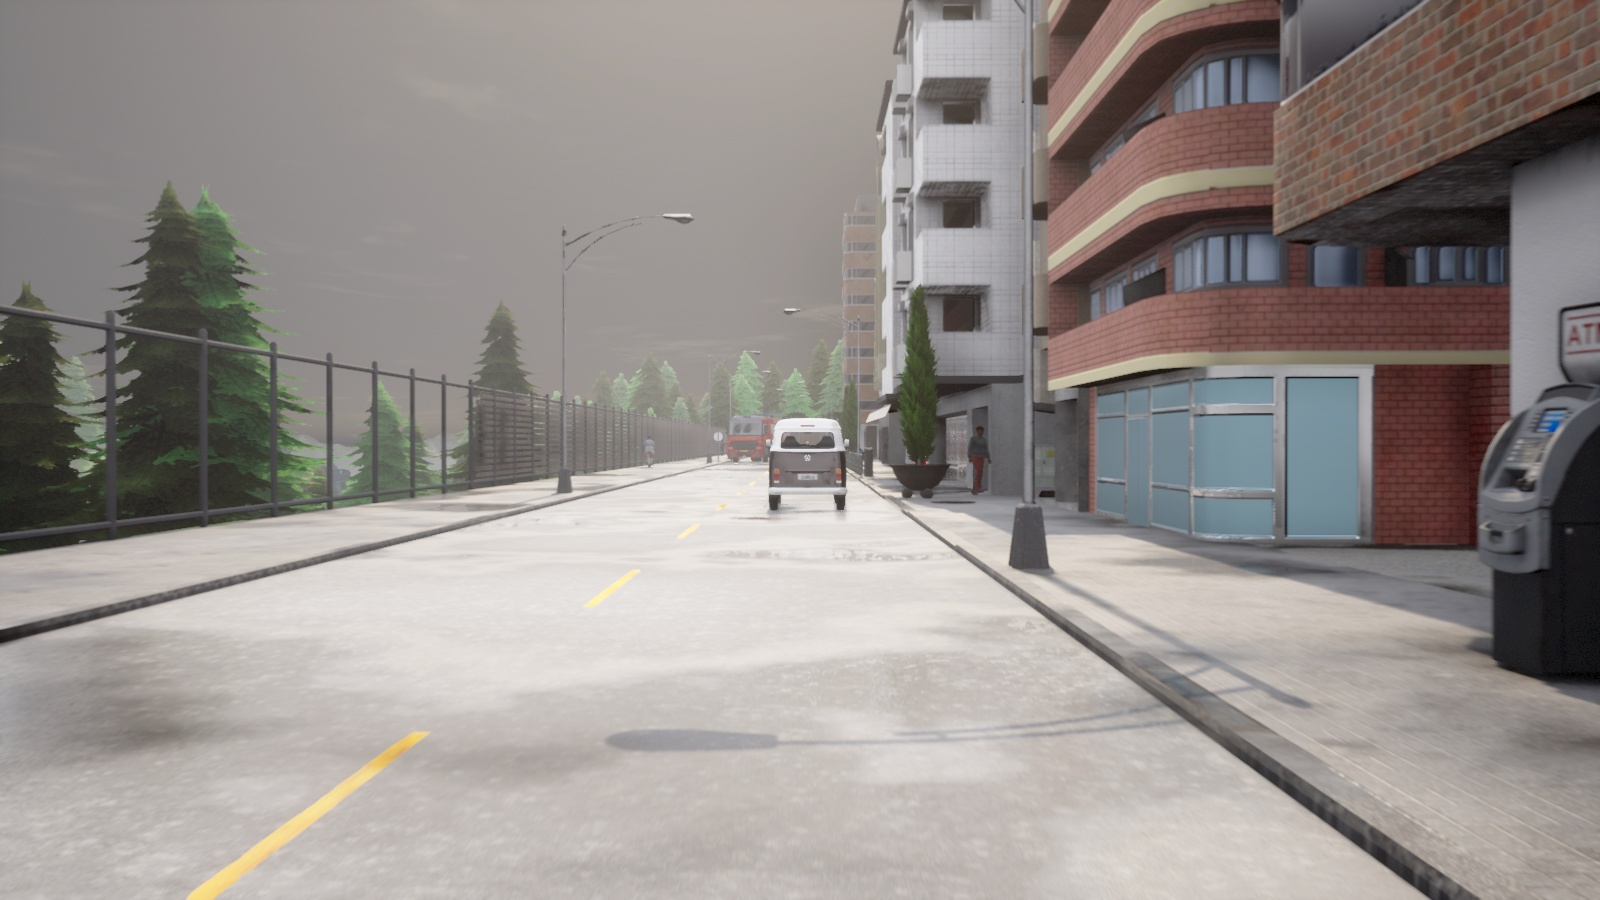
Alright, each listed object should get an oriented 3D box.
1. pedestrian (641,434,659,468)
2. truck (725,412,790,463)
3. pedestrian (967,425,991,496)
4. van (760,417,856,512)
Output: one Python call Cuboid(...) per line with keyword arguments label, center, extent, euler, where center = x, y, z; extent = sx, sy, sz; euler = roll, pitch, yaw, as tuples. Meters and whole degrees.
Cuboid(label="pedestrian", center=(-8.405, 0.054, 70.220), extent=(0.874, 1.855, 0.900), euler=(0, 0, 3))
Cuboid(label="truck", center=(-3.249, -0.976, 98.581), extent=(2.891, 3.827, 8.468), euler=(0, 0, 14))
Cuboid(label="pedestrian", center=(4.667, 0.275, 32.789), extent=(0.353, 1.847, 0.614), euler=(0, 0, -25))
Cuboid(label="van", center=(0.178, 0.305, 29.276), extent=(2.069, 2.038, 4.480), euler=(0, 0, 0))
